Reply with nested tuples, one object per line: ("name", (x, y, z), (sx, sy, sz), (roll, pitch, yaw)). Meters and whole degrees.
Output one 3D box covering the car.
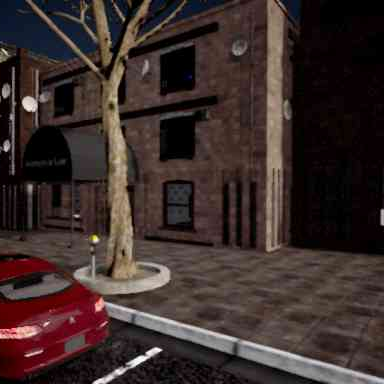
("car", (-3.054, 1.631, 5.080), (4.206, 1.307, 1.802), (-1, 1, 36))
